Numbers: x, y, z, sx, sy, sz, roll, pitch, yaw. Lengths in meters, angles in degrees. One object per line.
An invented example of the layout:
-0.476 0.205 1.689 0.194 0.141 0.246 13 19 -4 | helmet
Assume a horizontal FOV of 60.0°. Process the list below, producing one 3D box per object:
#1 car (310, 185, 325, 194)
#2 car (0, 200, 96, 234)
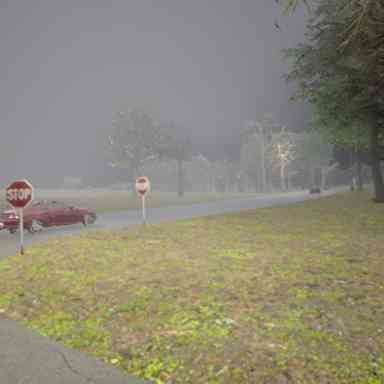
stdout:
23.609 -0.401 63.296 1.837 1.490 4.892 -2 1 27 | car
-6.902 1.114 16.211 1.812 1.442 4.674 -2 1 34 | car
